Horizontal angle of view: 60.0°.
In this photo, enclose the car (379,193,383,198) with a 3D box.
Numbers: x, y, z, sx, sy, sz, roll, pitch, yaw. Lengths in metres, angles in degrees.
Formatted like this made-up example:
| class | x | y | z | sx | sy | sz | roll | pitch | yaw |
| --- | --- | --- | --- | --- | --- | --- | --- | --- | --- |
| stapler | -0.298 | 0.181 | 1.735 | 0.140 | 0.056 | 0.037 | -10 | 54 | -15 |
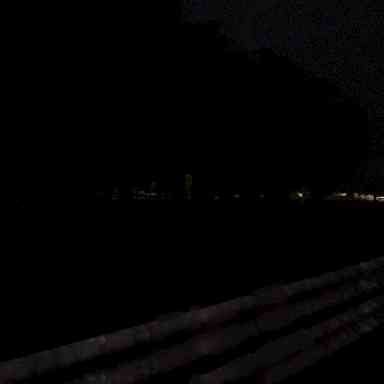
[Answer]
| class | x | y | z | sx | sy | sz | roll | pitch | yaw |
| --- | --- | --- | --- | --- | --- | --- | --- | --- | --- |
| car | 37.493 | 0.876 | 64.020 | 2.128 | 1.511 | 4.902 | 0 | 1 | 18 |
